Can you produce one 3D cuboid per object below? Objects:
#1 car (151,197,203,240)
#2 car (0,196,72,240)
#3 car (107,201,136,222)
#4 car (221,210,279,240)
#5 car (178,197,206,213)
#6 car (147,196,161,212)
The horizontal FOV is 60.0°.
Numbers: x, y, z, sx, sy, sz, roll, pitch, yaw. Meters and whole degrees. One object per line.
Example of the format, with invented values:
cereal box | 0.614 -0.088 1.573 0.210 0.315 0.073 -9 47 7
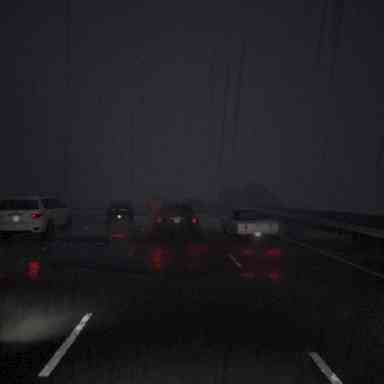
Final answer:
car | -0.865 1.311 16.985 2.097 1.767 4.553 0 0 -5
car | -7.876 1.192 17.084 2.150 2.045 5.566 0 0 -5
car | -5.426 1.449 25.626 1.837 1.490 4.892 0 0 -8
car | 2.692 1.555 16.797 1.895 1.301 4.718 0 0 -5
car | -0.099 1.402 36.085 2.128 1.511 4.902 0 0 -11
car | -3.887 1.265 37.160 2.097 1.767 4.553 0 0 -11
